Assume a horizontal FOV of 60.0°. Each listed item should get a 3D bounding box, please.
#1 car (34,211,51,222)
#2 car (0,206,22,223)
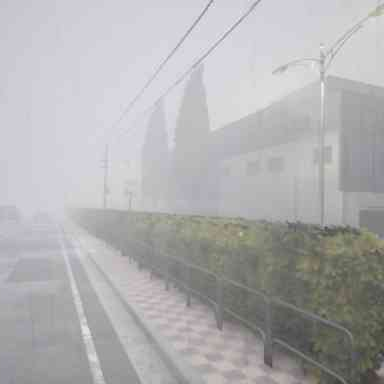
[{"bbox_3d":[-19.614,3.225,43.631,1.994,1.385,4.181,3,-3,-23],"label":"car"},{"bbox_3d":[-21.836,2.654,39.985,2.150,2.045,5.566,3,-3,-23],"label":"car"}]
